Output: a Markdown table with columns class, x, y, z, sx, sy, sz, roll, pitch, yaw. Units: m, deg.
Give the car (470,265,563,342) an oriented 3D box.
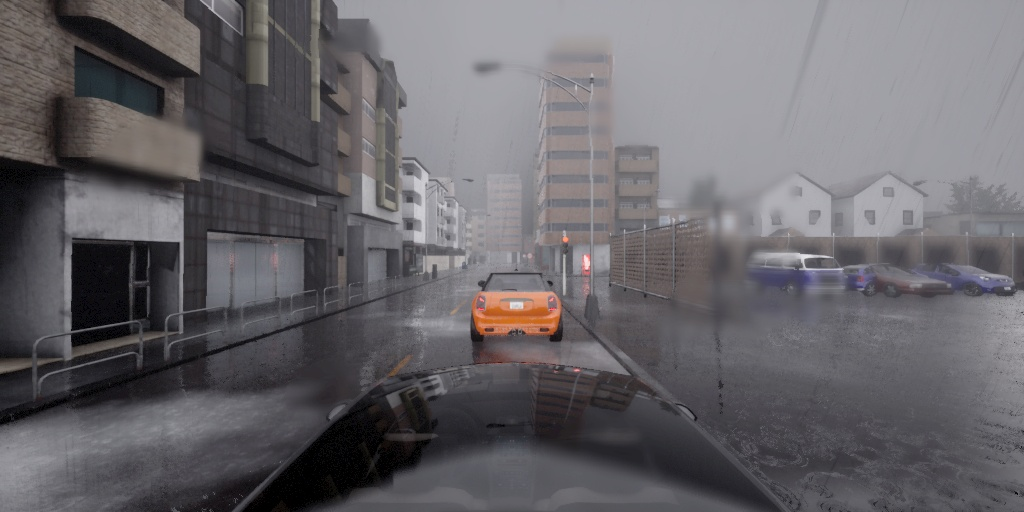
| class | x | y | z | sx | sy | sz | roll | pitch | yaw |
| --- | --- | --- | --- | --- | --- | --- | --- | --- | --- |
| car | 0.101 | 1.102 | 9.965 | 2.097 | 1.767 | 4.553 | 0 | 0 | 0 |
